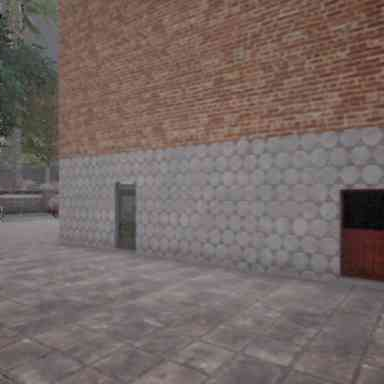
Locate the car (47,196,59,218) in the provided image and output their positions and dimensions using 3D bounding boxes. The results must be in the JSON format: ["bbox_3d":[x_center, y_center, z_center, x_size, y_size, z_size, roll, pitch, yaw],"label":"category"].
[{"bbox_3d":[-10.022,1.273,28.834,2.192,1.841,5.009,0,0,35],"label":"car"}]

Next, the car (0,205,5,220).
[{"bbox_3d":[-16.455,1.331,24.489,2.097,1.767,4.553,0,0,35],"label":"car"}]
